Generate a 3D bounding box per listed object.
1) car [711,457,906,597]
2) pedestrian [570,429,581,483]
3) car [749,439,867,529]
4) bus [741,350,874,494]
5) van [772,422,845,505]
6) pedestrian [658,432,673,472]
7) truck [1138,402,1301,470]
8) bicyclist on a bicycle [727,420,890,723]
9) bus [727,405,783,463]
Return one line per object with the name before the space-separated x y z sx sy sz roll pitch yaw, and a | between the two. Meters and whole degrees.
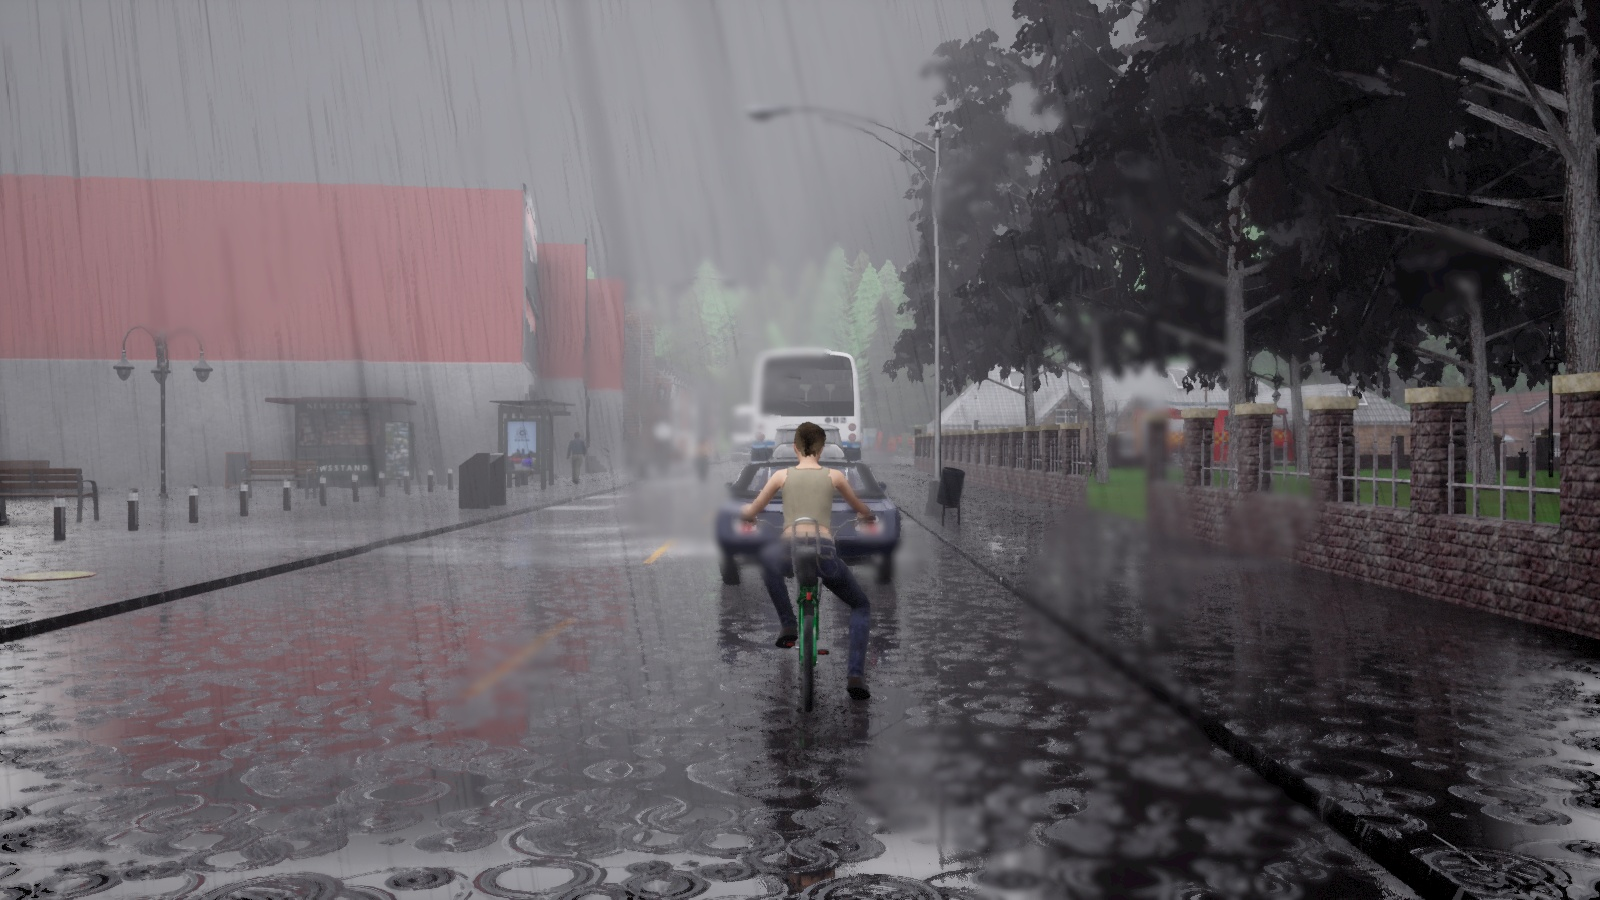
car | 0.096 0.765 14.566 1.895 1.301 4.718 0 0 0
pedestrian | -7.686 0.207 43.056 0.370 1.835 0.726 0 0 -10
car | 0.156 0.560 23.591 2.007 1.525 4.514 0 0 0
bus | 0.289 -0.869 42.315 3.944 4.253 10.273 0 0 1
van | 0.217 0.315 32.578 1.775 1.987 4.442 0 0 0
pedestrian | -6.558 0.107 61.119 0.402 1.930 0.666 0 0 29
truck | 24.151 -0.808 72.529 8.468 3.827 2.891 0 0 -1
bicyclist on a bicycle | 0.050 0.641 7.436 0.866 1.612 1.509 0 0 0
bus | -3.348 -1.181 97.211 3.944 4.253 10.273 0 0 0
